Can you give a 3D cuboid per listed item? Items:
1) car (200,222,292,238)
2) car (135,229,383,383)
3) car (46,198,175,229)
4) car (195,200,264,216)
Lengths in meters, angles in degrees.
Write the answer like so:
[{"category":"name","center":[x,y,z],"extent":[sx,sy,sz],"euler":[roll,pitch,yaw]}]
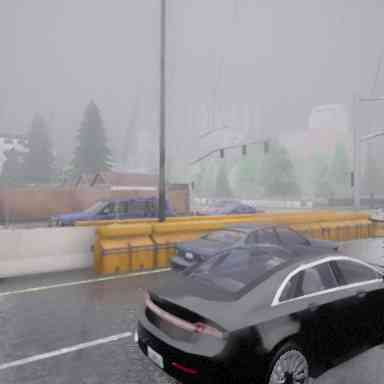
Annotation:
[{"category":"car","center":[1.982,1.592,9.456],"extent":[5.357,1.411,2.033],"euler":[0,0,-35]},{"category":"car","center":[1.590,1.517,4.880],"extent":[4.902,1.511,2.128],"euler":[0,0,-35]},{"category":"car","center":[-3.342,1.257,14.494],"extent":[5.566,2.045,2.150],"euler":[0,0,-35]},{"category":"car","center":[2.881,1.578,23.153],"extent":[5.008,1.535,1.882],"euler":[1,0,-35]}]
